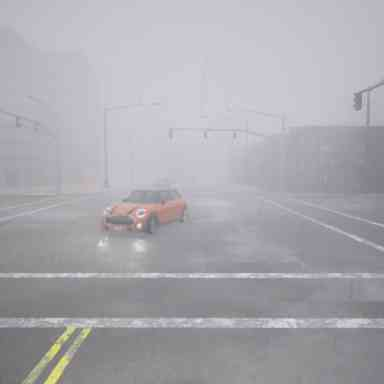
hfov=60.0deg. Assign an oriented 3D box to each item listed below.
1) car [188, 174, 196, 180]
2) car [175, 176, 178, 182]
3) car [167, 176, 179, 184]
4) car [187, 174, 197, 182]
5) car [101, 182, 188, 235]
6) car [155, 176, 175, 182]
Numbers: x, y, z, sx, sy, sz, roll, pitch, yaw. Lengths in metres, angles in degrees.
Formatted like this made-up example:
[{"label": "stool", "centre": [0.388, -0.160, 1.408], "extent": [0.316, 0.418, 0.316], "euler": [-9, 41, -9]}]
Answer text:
[{"label": "car", "centre": [0.021, -3.695, 80.724], "extent": [2.033, 1.411, 5.357], "euler": [0, 4, 0]}, {"label": "car", "centre": [-3.581, -1.690, 51.329], "extent": [1.837, 1.490, 4.892], "euler": [0, 4, 0]}, {"label": "car", "centre": [-3.549, -2.276, 61.448], "extent": [1.895, 1.301, 4.718], "euler": [0, 4, 0]}, {"label": "car", "centre": [0.019, -2.969, 70.897], "extent": [1.994, 1.385, 4.181], "euler": [0, 4, 0]}, {"label": "car", "centre": [-1.890, 0.647, 14.441], "extent": [2.097, 1.767, 4.553], "euler": [2, 4, 23]}, {"label": "car", "centre": [-3.587, -0.962, 41.423], "extent": [1.994, 1.385, 4.181], "euler": [0, 4, 0]}]
